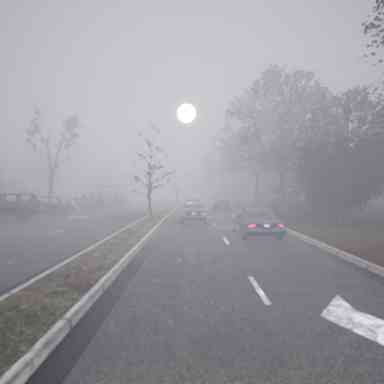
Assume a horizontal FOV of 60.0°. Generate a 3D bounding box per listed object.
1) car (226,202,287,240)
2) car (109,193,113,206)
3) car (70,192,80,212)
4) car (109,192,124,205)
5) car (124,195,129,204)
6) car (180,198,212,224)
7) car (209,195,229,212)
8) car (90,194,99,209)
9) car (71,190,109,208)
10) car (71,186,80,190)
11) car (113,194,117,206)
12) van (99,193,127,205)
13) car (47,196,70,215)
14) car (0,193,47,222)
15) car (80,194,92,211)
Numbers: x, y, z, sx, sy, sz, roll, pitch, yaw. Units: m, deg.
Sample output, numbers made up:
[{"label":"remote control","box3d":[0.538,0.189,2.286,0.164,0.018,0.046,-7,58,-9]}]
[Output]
[{"label":"car","box3d":[3.104,1.445,16.308,2.033,1.411,5.357,0,0,0]},{"label":"car","box3d":[-13.953,1.353,45.106,5.366,1.575,1.946,-1,0,-20]},{"label":"car","box3d":[-13.827,1.220,33.158,4.553,1.767,2.185,-1,0,-20]},{"label":"car","box3d":[-13.784,1.110,51.169,5.566,2.045,2.435,-1,0,-20]},{"label":"car","box3d":[-13.711,1.113,54.206,5.566,2.045,2.435,-1,0,-20]},{"label":"car","box3d":[0.105,1.418,23.419,2.033,1.411,5.357,0,0,0]},{"label":"car","box3d":[3.108,1.346,36.441,2.128,1.511,4.902,0,0,0]},{"label":"car","box3d":[-13.814,1.377,39.152,4.792,1.488,2.163,-1,0,-20]},{"label":"car","box3d":[-13.814,1.099,42.156,5.566,2.045,2.435,-1,0,-20]},{"label":"car","box3d":[-31.152,-0.595,88.954,2.435,2.045,5.566,6,-3,-19]},{"label":"car","box3d":[-13.764,1.397,48.173,4.674,1.452,2.002,-1,0,-20]},{"label":"van","box3d":[-13.595,1.142,57.242,4.442,1.987,1.878,-1,0,-19]},{"label":"car","box3d":[-13.767,1.221,30.172,4.553,1.767,2.185,-1,0,-20]},{"label":"car","box3d":[-13.829,1.108,24.145,5.566,2.045,2.435,-1,1,-20]},{"label":"car","box3d":[-13.799,1.347,36.168,4.892,1.521,2.231,-1,0,-20]}]
